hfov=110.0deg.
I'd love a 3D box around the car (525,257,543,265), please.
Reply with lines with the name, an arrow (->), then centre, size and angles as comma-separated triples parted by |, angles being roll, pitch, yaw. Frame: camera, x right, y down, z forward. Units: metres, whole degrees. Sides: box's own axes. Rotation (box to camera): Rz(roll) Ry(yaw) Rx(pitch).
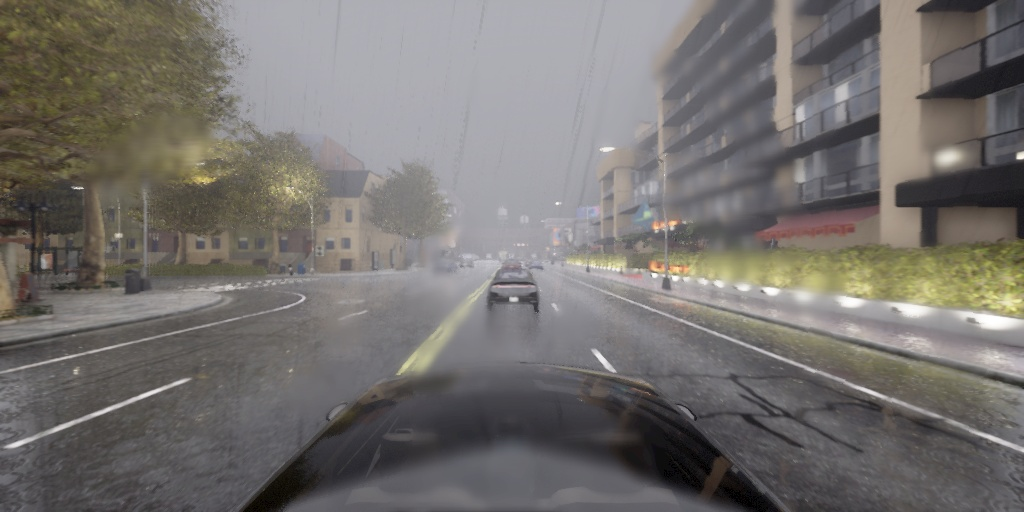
car -> 3.421, 1.281, 51.621 | 2.033, 1.411, 5.357 | 0, 0, 0

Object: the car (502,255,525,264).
car -> -0.025, 1.092, 38.664 | 2.097, 1.767, 4.553 | 0, 0, 0

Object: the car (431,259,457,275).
car -> -7.216, 1.098, 38.552 | 2.097, 1.767, 4.553 | 0, 0, 0

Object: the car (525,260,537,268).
car -> 3.286, 1.333, 63.664 | 1.895, 1.301, 4.718 | 0, 0, 0

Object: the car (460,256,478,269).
car -> -7.238, 1.233, 57.672 | 2.128, 1.511, 4.902 | 0, 0, 0

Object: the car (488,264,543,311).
car -> 0.057, 1.238, 14.373 | 2.128, 1.511, 4.902 | 0, 0, 0
